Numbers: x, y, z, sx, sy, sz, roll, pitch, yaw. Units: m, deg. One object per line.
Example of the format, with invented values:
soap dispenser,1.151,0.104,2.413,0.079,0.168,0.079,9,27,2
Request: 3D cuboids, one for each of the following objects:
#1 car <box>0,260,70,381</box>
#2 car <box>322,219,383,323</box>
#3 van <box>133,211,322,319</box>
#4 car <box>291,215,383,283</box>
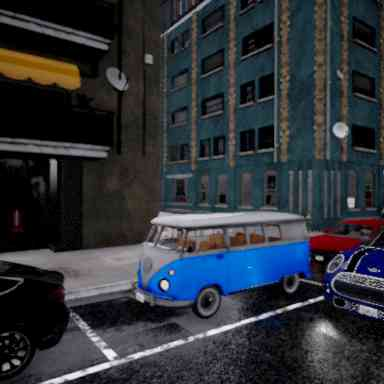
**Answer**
car,-3.703,1.566,3.909,4.313,1.339,1.947,0,0,-35
car,4.703,1.355,6.731,4.553,1.767,2.097,0,0,-35
van,0.795,1.343,7.115,3.998,1.788,1.690,0,0,-35
car,5.291,1.549,10.324,4.507,1.381,1.887,0,0,-35
